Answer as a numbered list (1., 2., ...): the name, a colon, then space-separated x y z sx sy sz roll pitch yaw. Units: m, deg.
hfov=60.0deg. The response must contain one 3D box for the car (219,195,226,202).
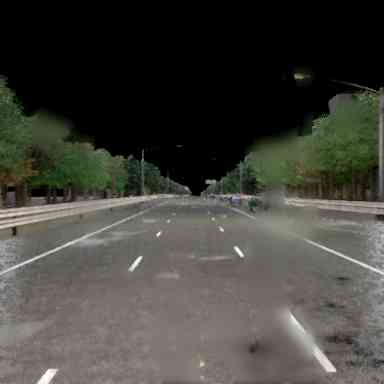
1. car: 7.029 1.374 73.730 1.812 1.442 4.674 0 0 0

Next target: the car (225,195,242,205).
1. car: 6.990 1.401 54.386 1.812 1.442 4.674 0 0 0

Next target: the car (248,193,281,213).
1. car: 7.655 1.140 35.421 2.150 2.045 5.566 0 0 -6
